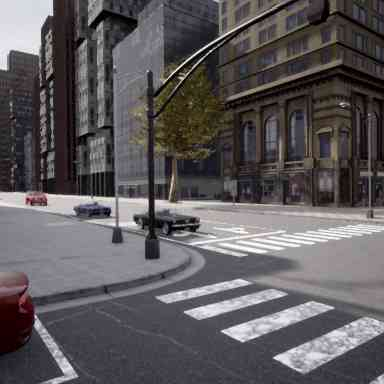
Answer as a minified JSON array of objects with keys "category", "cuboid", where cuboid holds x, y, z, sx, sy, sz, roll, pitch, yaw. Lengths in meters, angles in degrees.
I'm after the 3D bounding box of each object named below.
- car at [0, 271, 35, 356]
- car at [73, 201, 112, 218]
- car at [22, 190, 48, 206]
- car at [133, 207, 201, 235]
[{"category":"car","cuboid":[-4.209,1.545,3.634,4.507,1.381,1.887,0,-1,-36]},{"category":"car","cuboid":[-8.563,1.449,28.537,1.895,1.301,4.718,-1,1,-36]},{"category":"car","cuboid":[-22.401,0.887,47.742,2.150,2.045,5.566,-1,1,-36]},{"category":"car","cuboid":[-1.510,1.547,18.788,1.895,1.301,4.718,-1,1,-35]}]
